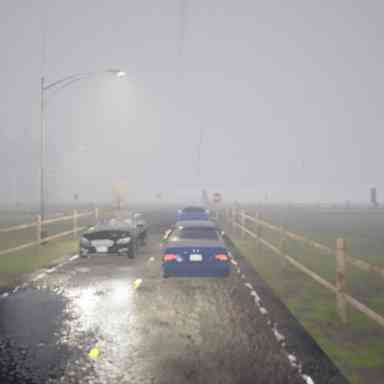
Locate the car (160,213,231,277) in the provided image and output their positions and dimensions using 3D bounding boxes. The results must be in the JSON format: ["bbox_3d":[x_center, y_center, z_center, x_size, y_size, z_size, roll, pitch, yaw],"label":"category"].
[{"bbox_3d":[0.100,1.595,10.303,2.033,1.411,5.357,0,0,0],"label":"car"}]

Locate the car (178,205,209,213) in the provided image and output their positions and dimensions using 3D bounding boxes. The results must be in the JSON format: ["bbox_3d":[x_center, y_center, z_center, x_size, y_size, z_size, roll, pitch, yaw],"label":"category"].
[{"bbox_3d":[0.105,1.576,21.284,1.882,1.535,5.008,0,0,0],"label":"car"}]

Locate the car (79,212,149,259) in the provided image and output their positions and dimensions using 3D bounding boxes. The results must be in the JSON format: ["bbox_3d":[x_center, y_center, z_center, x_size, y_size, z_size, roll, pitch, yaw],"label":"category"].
[{"bbox_3d":[-2.826,1.551,12.897,2.128,1.511,4.902,0,0,0],"label":"car"}]
